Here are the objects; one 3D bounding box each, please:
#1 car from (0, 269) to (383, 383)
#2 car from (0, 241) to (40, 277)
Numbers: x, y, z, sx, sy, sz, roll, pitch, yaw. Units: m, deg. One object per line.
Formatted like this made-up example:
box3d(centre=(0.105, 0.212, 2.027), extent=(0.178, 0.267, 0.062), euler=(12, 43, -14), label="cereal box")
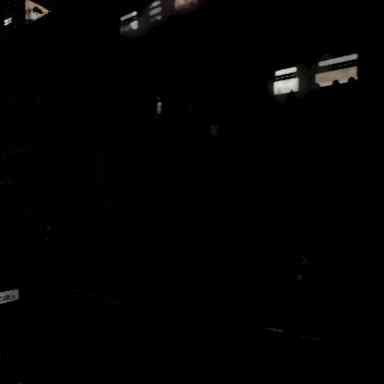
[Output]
box3d(centre=(0.284, 1.558, 2.678), extent=(4.313, 1.339, 1.947), euler=(0, 0, 35), label="car")
box3d(centre=(-4.327, 1.520, 5.965), extent=(4.313, 1.339, 1.947), euler=(0, 0, 35), label="car")
